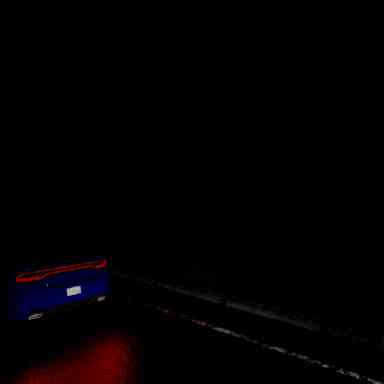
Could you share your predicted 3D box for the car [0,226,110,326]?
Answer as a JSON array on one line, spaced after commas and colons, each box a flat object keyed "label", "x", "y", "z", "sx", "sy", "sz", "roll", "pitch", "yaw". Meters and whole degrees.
[{"label": "car", "x": -3.767, "y": 1.476, "z": 7.150, "sx": 5.008, "sy": 1.535, "sz": 1.882, "roll": 0, "pitch": 0, "yaw": 43}]
